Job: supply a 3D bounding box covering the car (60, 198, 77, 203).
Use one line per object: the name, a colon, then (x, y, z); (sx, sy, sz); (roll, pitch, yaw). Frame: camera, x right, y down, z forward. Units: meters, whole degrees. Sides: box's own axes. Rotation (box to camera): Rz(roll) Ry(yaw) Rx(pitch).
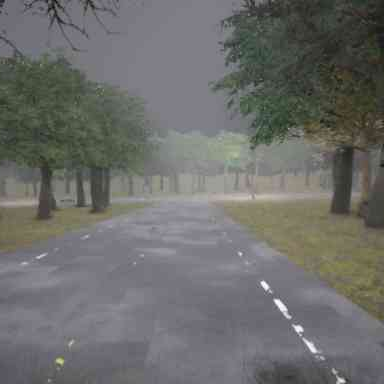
car: (-32.105, 2.209, 87.833); (4.718, 1.301, 1.895); (-1, 3, 0)
